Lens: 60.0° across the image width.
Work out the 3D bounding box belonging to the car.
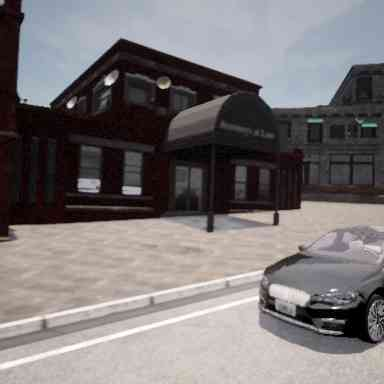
[{"bbox_3d":[3.388,1.460,6.447,4.902,1.511,2.128,-1,0,-36],"label":"car"}]
